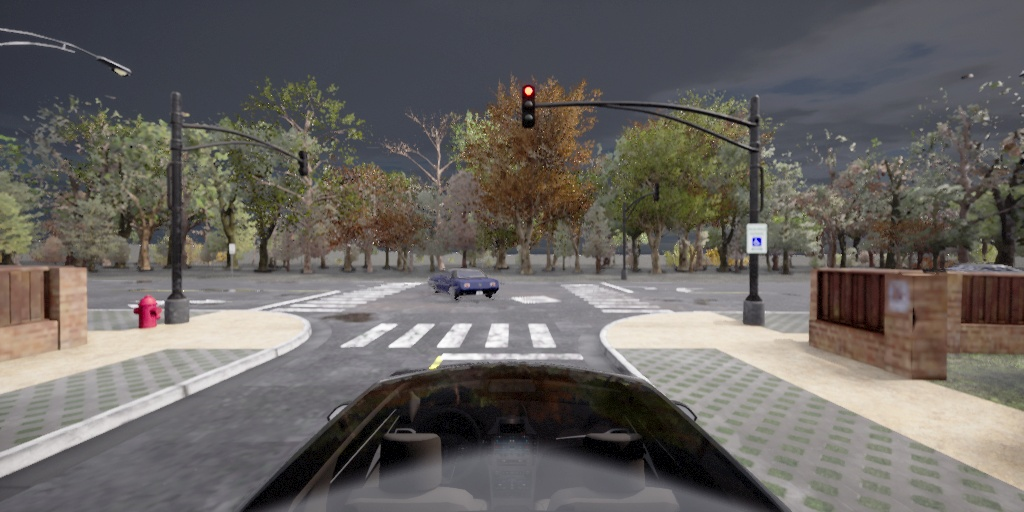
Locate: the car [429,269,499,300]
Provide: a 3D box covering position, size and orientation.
[{"bbox_3d":[-2.480,1.263,17.190,1.895,1.301,4.718,0,0,-29],"label":"car"}]

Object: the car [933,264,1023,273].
[{"bbox_3d":[26.847,1.233,20.811,4.902,1.511,2.128,0,0,0],"label":"car"}]

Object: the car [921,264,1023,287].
[{"bbox_3d":[31.268,1.288,24.067,5.357,1.411,2.033,0,0,0],"label":"car"}]
